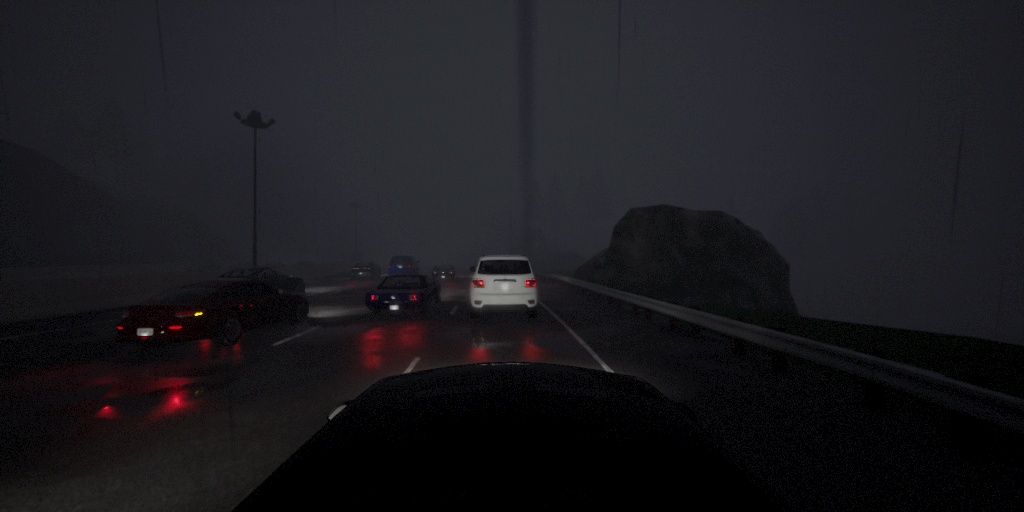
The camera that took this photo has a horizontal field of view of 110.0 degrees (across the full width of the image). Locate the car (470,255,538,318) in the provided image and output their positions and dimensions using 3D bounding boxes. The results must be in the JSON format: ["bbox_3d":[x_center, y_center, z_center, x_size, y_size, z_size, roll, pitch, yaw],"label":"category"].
[{"bbox_3d":[-0.366,0.976,13.265,2.150,2.045,5.566,0,0,-3],"label":"car"}]

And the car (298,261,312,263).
[{"bbox_3d":[-27.336,1.371,47.035,2.033,1.411,5.357,0,0,-14],"label":"car"}]

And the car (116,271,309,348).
[{"bbox_3d":[-7.170,1.294,9.212,1.812,1.442,4.674,0,0,-2],"label":"car"}]

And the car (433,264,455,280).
[{"bbox_3d":[-5.827,1.373,30.772,1.895,1.301,4.718,0,0,-9],"label":"car"}]

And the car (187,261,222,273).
[{"bbox_3d":[-37.340,1.336,43.714,2.128,1.511,4.902,0,0,-15],"label":"car"}]

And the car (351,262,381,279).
[{"bbox_3d":[-13.302,1.281,32.966,2.128,1.511,4.902,0,0,-10],"label":"car"}]

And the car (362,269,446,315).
[{"bbox_3d":[-3.901,1.363,13.700,1.895,1.301,4.718,0,0,-4],"label":"car"}]

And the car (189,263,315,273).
[{"bbox_3d":[-11.105,1.270,15.906,2.128,1.511,4.902,0,0,-5],"label":"car"}]

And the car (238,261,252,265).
[{"bbox_3d":[-34.290,1.386,46.000,2.033,1.411,5.357,0,0,-15],"label":"car"}]

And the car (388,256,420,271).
[{"bbox_3d":[-9.574,1.002,31.988,2.150,2.045,5.566,0,0,-9],"label":"car"}]
